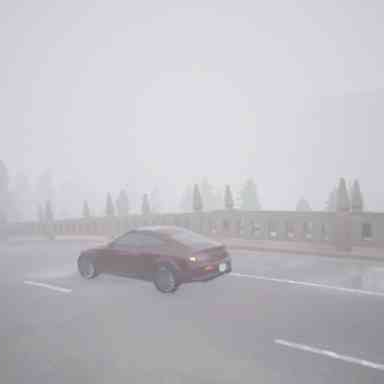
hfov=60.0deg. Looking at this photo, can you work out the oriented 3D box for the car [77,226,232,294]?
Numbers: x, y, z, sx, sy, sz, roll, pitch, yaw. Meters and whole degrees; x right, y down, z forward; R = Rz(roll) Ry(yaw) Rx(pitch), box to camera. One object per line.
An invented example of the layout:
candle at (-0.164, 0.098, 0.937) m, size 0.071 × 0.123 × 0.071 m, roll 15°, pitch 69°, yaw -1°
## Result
car at (-1.160, 1.672, 9.122) m, size 4.674 × 1.442 × 1.812 m, roll -2°, pitch -1°, yaw 35°
